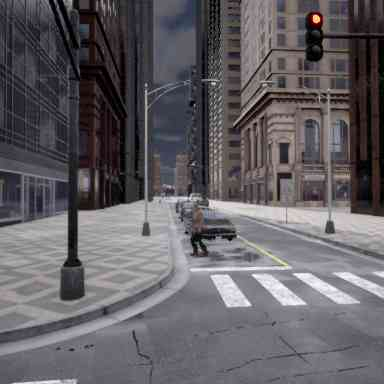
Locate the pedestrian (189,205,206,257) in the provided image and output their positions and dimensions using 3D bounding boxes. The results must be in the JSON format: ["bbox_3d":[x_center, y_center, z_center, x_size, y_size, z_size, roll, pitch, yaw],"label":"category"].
[{"bbox_3d":[0.174,1.305,11.455,0.375,1.860,0.375,1,-1,-5],"label":"pedestrian"}]

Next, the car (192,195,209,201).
[{"bbox_3d":[1.401,1.572,48.105,1.837,1.490,4.892,0,0,-5],"label":"car"}]

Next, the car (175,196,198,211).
[{"bbox_3d":[-0.920,1.539,37.438,2.128,1.511,4.902,0,0,-5],"label":"car"}]

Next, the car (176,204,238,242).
[{"bbox_3d":[0.700,1.564,16.927,2.033,1.411,5.357,0,0,-10],"label":"car"}]

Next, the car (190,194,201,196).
[{"bbox_3d":[0.554,1.314,58.482,2.150,2.045,5.566,0,0,-5],"label":"car"}]

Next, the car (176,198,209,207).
[{"bbox_3d":[-0.088,1.534,27.153,1.837,1.490,4.892,0,0,-5],"label":"car"}]
